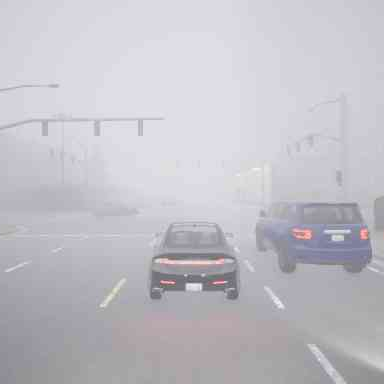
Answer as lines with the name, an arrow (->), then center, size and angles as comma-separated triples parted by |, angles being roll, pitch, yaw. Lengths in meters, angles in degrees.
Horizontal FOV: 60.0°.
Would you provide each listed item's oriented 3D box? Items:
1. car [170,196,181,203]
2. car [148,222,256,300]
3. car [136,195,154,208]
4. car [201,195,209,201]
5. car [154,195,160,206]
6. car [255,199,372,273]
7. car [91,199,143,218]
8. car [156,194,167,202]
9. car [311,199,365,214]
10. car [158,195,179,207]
car -> -3.512, 1.540, 71.885 | 2.033, 1.411, 5.357 | 0, 0, 0
car -> 0.055, 1.492, 8.396 | 2.128, 1.511, 4.902 | 0, 0, 0
car -> -7.153, 1.352, 47.272 | 2.097, 1.767, 4.553 | 0, 0, 2
car -> 3.485, 1.525, 88.830 | 2.128, 1.511, 4.902 | 0, 0, 0
car -> -7.094, 1.352, 56.096 | 2.097, 1.767, 4.553 | 0, 0, 0
car -> 3.570, 1.221, 10.841 | 2.150, 2.045, 5.566 | 0, 0, 0
car -> -7.041, 1.587, 30.413 | 4.181, 1.385, 1.994 | 0, 0, -27
car -> -7.013, 1.355, 76.464 | 2.097, 1.767, 4.553 | 0, 0, 0
car -> 15.577, 1.560, 35.638 | 4.892, 1.490, 1.837 | 0, 0, 0
car -> -3.595, 1.547, 51.890 | 2.033, 1.411, 5.357 | 0, 0, 0
